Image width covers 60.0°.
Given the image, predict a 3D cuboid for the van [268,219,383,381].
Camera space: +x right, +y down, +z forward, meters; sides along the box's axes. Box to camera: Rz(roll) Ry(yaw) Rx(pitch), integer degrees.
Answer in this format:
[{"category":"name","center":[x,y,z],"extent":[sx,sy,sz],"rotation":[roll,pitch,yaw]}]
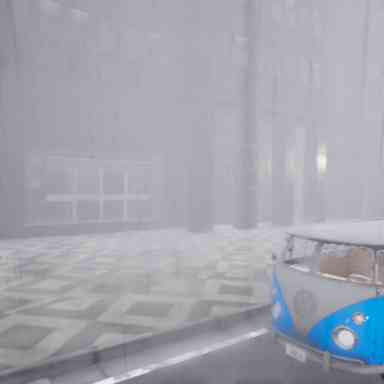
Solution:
[{"category":"van","center":[2.931,1.332,4.991],"extent":[3.998,1.788,1.690],"rotation":[0,0,-34]}]
